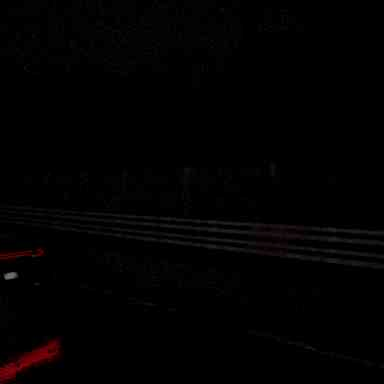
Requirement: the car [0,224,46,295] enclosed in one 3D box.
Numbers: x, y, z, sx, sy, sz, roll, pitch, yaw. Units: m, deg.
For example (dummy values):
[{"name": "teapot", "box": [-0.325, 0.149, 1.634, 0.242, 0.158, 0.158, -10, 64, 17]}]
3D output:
[{"name": "car", "box": [-5.423, 1.419, 7.770, 5.008, 1.535, 1.882, 0, 0, 36]}]
